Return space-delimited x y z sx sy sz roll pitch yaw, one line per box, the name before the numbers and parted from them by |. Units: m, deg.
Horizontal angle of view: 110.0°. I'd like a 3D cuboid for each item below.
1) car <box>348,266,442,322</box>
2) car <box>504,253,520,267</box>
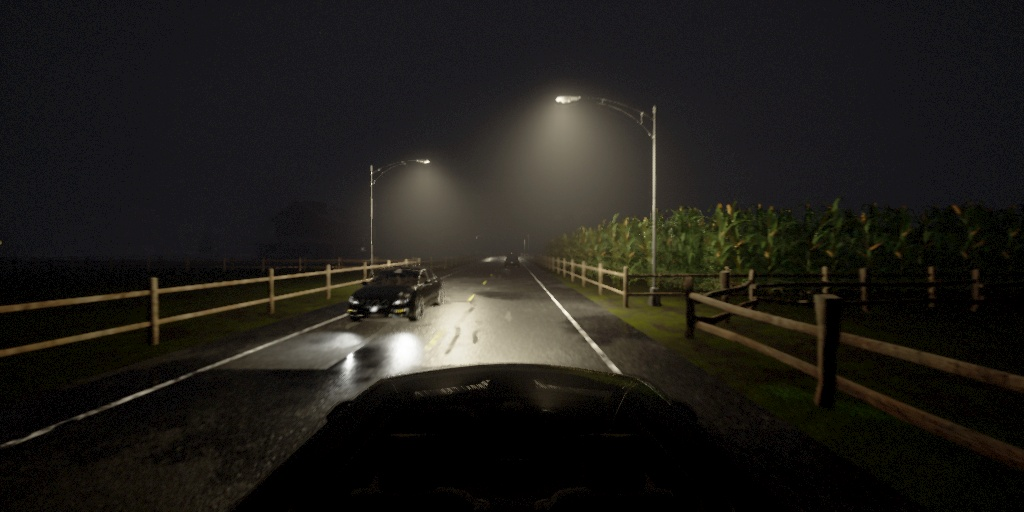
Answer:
car | -3.532 1.115 11.661 1.837 1.490 4.892 0 0 0
car | 0.017 0.713 45.411 1.994 1.385 4.181 0 1 0
